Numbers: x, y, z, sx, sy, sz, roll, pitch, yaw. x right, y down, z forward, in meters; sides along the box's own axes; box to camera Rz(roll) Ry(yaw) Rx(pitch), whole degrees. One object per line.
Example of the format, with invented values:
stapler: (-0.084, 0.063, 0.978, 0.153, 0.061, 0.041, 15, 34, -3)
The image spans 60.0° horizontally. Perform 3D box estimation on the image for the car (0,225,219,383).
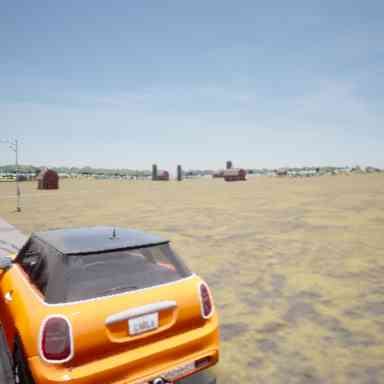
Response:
car: (-1.654, 1.281, 4.966, 2.097, 1.767, 4.553, -2, 1, -34)
